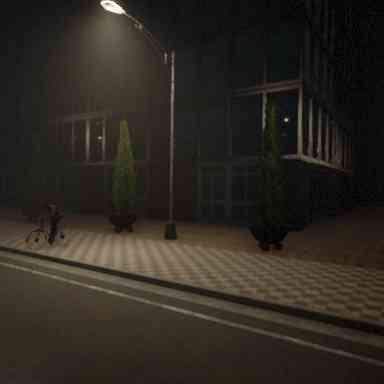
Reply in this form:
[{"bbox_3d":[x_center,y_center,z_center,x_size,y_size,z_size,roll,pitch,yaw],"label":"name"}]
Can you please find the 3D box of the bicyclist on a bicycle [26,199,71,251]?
[{"bbox_3d":[-4.675,1.066,10.979,0.582,1.620,1.656,2,1,33],"label":"bicyclist on a bicycle"}]
